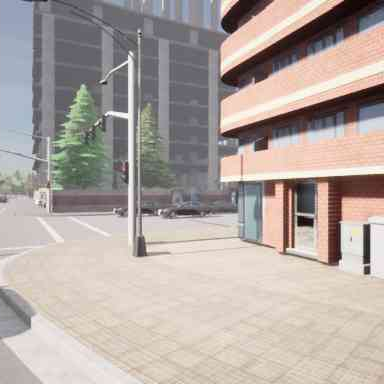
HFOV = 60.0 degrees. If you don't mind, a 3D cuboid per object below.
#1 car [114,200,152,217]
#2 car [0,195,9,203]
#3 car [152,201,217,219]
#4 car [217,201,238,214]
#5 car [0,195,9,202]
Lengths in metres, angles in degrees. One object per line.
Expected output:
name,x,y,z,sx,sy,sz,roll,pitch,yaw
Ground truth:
car,-4.945,1.547,31.578,4.902,1.511,2.128,0,0,-27
car,-37.931,1.595,66.052,1.895,1.301,4.718,0,0,-27
car,-0.641,1.547,29.819,4.902,1.511,2.128,0,0,-27
car,3.022,1.619,35.572,4.181,1.385,1.994,0,0,-27
car,-42.448,1.500,74.912,1.837,1.490,4.892,0,0,-27
